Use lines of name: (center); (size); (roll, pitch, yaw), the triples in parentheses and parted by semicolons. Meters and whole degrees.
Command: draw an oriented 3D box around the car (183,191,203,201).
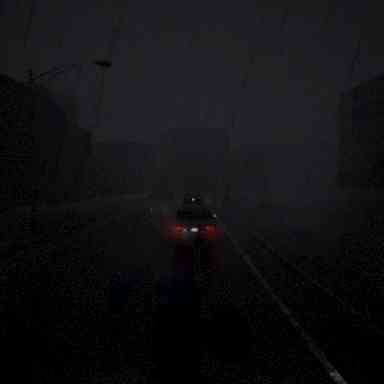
car: (0.162, 0.573, 33.933); (1.994, 1.385, 4.181); (0, 3, 1)

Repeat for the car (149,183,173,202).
car: (-3.449, 0.022, 38.213); (2.150, 2.045, 5.566); (0, 3, 4)

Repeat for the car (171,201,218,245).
car: (0.093, 1.360, 14.556); (2.033, 1.411, 5.357); (0, 1, 0)
